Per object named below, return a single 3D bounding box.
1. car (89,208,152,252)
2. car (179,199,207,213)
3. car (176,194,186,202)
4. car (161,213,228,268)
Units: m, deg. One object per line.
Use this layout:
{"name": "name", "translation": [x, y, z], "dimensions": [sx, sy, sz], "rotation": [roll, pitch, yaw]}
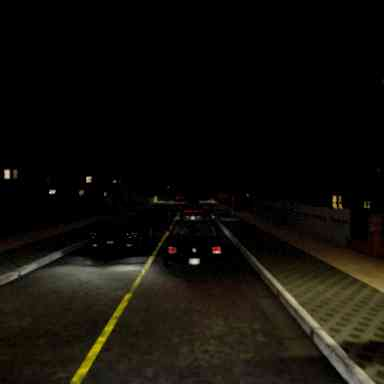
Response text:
{"name": "car", "translation": [-2.849, 1.495, 14.092], "dimensions": [1.882, 1.535, 5.008], "rotation": [0, 0, 0]}
{"name": "car", "translation": [0.069, 1.546, 25.802], "dimensions": [1.837, 1.490, 4.892], "rotation": [0, 0, 0]}
{"name": "car", "translation": [-2.770, 1.492, 81.379], "dimensions": [2.150, 2.045, 5.566], "rotation": [0, 0, 0]}
{"name": "car", "translation": [0.077, 1.614, 11.299], "dimensions": [1.895, 1.301, 4.718], "rotation": [0, 0, 0]}
